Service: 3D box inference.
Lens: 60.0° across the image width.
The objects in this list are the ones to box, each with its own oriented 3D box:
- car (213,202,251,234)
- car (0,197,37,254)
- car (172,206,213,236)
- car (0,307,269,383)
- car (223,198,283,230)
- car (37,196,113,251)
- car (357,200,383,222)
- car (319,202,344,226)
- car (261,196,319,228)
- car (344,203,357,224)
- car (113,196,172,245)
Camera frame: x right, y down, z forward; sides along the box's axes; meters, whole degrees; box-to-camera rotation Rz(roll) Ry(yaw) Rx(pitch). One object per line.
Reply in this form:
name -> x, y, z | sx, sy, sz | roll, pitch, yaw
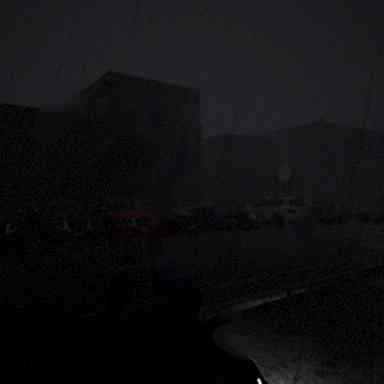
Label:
car -> 0.843, 1.560, 19.556 | 2.163, 1.488, 4.792 | 1, 0, -36
car -> -8.082, 1.237, 13.095 | 2.435, 2.045, 5.566 | 0, 0, -36
car -> -1.374, 1.508, 17.926 | 2.097, 1.535, 5.008 | 0, 0, -36
car -> -1.324, 1.563, 2.188 | 4.181, 1.385, 1.994 | 0, 0, -35
car -> 3.085, 1.430, 21.164 | 2.185, 1.767, 4.553 | 1, 0, -36
car -> -5.840, 1.236, 14.700 | 2.435, 2.045, 5.566 | 0, 0, -36
car -> 14.203, 1.704, 29.314 | 1.946, 1.575, 5.366 | 1, 0, -36
car -> 7.603, 1.365, 24.325 | 2.435, 2.045, 5.566 | 1, 0, -36
car -> 5.328, 1.334, 22.766 | 2.435, 2.045, 5.566 | 1, 0, -36
car -> 9.845, 1.522, 25.928 | 2.185, 1.767, 4.553 | 1, 0, -36
car -> -3.602, 1.245, 16.303 | 2.435, 2.045, 5.566 | 0, 0, -36
